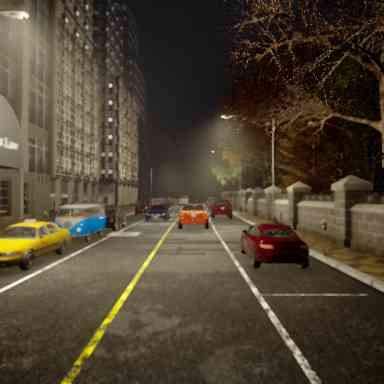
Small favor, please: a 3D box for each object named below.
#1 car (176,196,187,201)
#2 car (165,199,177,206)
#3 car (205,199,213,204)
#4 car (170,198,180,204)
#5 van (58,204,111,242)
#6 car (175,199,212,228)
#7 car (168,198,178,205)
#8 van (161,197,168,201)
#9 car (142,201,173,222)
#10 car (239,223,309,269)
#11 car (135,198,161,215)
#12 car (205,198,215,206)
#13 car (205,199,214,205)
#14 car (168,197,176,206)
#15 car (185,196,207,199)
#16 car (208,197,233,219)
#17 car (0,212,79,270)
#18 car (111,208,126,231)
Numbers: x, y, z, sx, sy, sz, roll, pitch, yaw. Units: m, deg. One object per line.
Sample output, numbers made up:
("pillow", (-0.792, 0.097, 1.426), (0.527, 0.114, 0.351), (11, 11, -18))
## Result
("car", (-1.814, 1.900, 71.721), (2.150, 2.045, 5.566), (0, 0, 1))
("car", (-4.497, 2.237, 71.680), (2.008, 1.369, 4.403), (1, 0, 1))
("car", (4.158, 2.353, 82.390), (1.802, 1.307, 4.206), (1, 0, 1))
("car", (-4.218, 2.216, 82.627), (1.967, 1.590, 4.097), (1, 0, 1))
("van", (-5.699, 1.524, 17.237), (1.690, 1.788, 3.998), (0, -1, 0))
("car", (0.152, 1.609, 24.434), (2.097, 1.767, 4.553), (0, 0, 1))
("car", (-4.357, 2.172, 77.155), (1.967, 1.590, 4.097), (1, 0, 1))
("van", (-5.052, 1.837, 49.793), (1.690, 1.788, 3.998), (1, -1, 1))
("car", (-2.964, 1.832, 29.604), (1.812, 1.442, 4.674), (0, -1, 1))
("car", (2.685, 1.704, 11.417), (1.802, 1.307, 4.206), (0, -1, 0))
("car", (-5.330, 1.710, 38.848), (2.192, 1.841, 5.009), (1, -1, 1))
("car", (3.881, 2.122, 71.438), (1.967, 1.590, 4.097), (1, 0, 1))
("car", (4.019, 2.293, 76.915), (1.947, 1.339, 4.313), (1, 0, 1))
("car", (-4.773, 1.908, 60.737), (2.192, 1.841, 5.009), (1, 0, 1))
("car", (0.526, 1.770, 41.479), (2.097, 1.767, 4.553), (0, 0, 1))
("car", (2.907, 1.654, 33.103), (2.192, 1.841, 5.009), (1, -1, 1))
("car", (-5.704, 1.649, 11.506), (1.752, 1.417, 4.829), (0, -1, 0))
("car", (-5.675, 1.806, 22.777), (1.947, 1.339, 4.313), (1, -1, 1))
